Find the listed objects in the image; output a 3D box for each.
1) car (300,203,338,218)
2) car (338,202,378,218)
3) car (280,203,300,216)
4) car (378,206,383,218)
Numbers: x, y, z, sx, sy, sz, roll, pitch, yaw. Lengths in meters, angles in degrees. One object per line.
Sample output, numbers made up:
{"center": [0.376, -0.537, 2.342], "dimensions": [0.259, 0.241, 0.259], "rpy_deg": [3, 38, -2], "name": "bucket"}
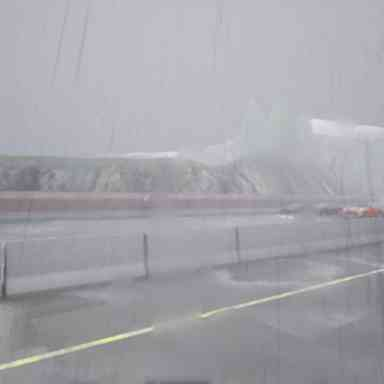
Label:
{"center": [14.227, 1.897, 35.717], "dimensions": [5.008, 1.535, 1.882], "rpy_deg": [1, -1, -36], "name": "car"}
{"center": [17.167, 1.786, 33.549], "dimensions": [4.553, 1.767, 2.097], "rpy_deg": [1, -1, -37], "name": "car"}
{"center": [12.628, 1.973, 38.848], "dimensions": [5.357, 1.411, 2.033], "rpy_deg": [1, -1, -36], "name": "car"}
{"center": [19.779, 1.796, 31.130], "dimensions": [4.553, 1.767, 2.097], "rpy_deg": [1, -1, -37], "name": "car"}
